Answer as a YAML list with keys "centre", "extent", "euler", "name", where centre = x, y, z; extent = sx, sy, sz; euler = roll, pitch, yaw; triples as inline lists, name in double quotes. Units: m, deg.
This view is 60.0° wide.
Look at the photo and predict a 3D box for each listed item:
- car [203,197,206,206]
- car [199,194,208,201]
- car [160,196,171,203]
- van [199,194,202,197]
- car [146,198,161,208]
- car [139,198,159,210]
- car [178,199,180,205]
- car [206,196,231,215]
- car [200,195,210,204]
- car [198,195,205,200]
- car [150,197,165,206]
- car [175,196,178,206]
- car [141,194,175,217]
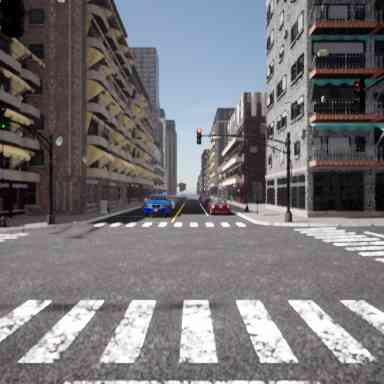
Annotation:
- centre: [2.703, 1.545, 38.617]
  extent: [2.008, 1.369, 4.403]
  euler: [0, 0, 0]
  name: "car"
- centre: [2.710, 1.577, 60.754]
  extent: [1.802, 1.307, 4.206]
  euler: [0, 0, 0]
  name: "car"
- centre: [-5.668, 1.543, 71.825]
  extent: [1.887, 1.381, 4.507]
  euler: [0, 0, 0]
  name: "car"
- centre: [2.712, 1.338, 66.289]
  extent: [1.690, 1.788, 3.998]
  euler: [0, 0, 0]
  name: "van"
- centre: [-5.674, 1.576, 49.689]
  extent: [1.802, 1.307, 4.206]
  euler: [0, 0, 0]
  name: "car"
- centre: [-5.676, 1.544, 44.154]
  extent: [2.008, 1.369, 4.403]
  euler: [0, 0, 0]
  name: "car"
- centre: [-3.066, 1.482, 53.974]
  extent: [2.128, 1.511, 4.902]
  euler: [0, 0, 0]
  name: "car"
- centre: [2.702, 1.435, 33.083]
  extent: [1.967, 1.590, 4.097]
  euler: [0, 0, 0]
  name: "car"
- centre: [2.708, 1.576, 55.220]
  extent: [1.802, 1.307, 4.206]
  euler: [0, 0, 0]
  name: "car"
- centre: [2.719, 1.553, 93.959]
  extent: [1.887, 1.381, 4.507]
  euler: [0, 0, 0]
  name: "car"
- centre: [-5.672, 1.560, 55.224]
  extent: [1.947, 1.339, 4.313]
  euler: [0, 0, 0]
  name: "car"
- centre: [-3.088, 1.520, 41.548]
  extent: [1.812, 1.442, 4.674]
  euler: [0, 0, 0]
  name: "car"
- centre: [-3.090, 1.217, 31.232]
  extent: [2.150, 2.045, 5.566]
  euler: [0, 0, 0]
  name: "car"
